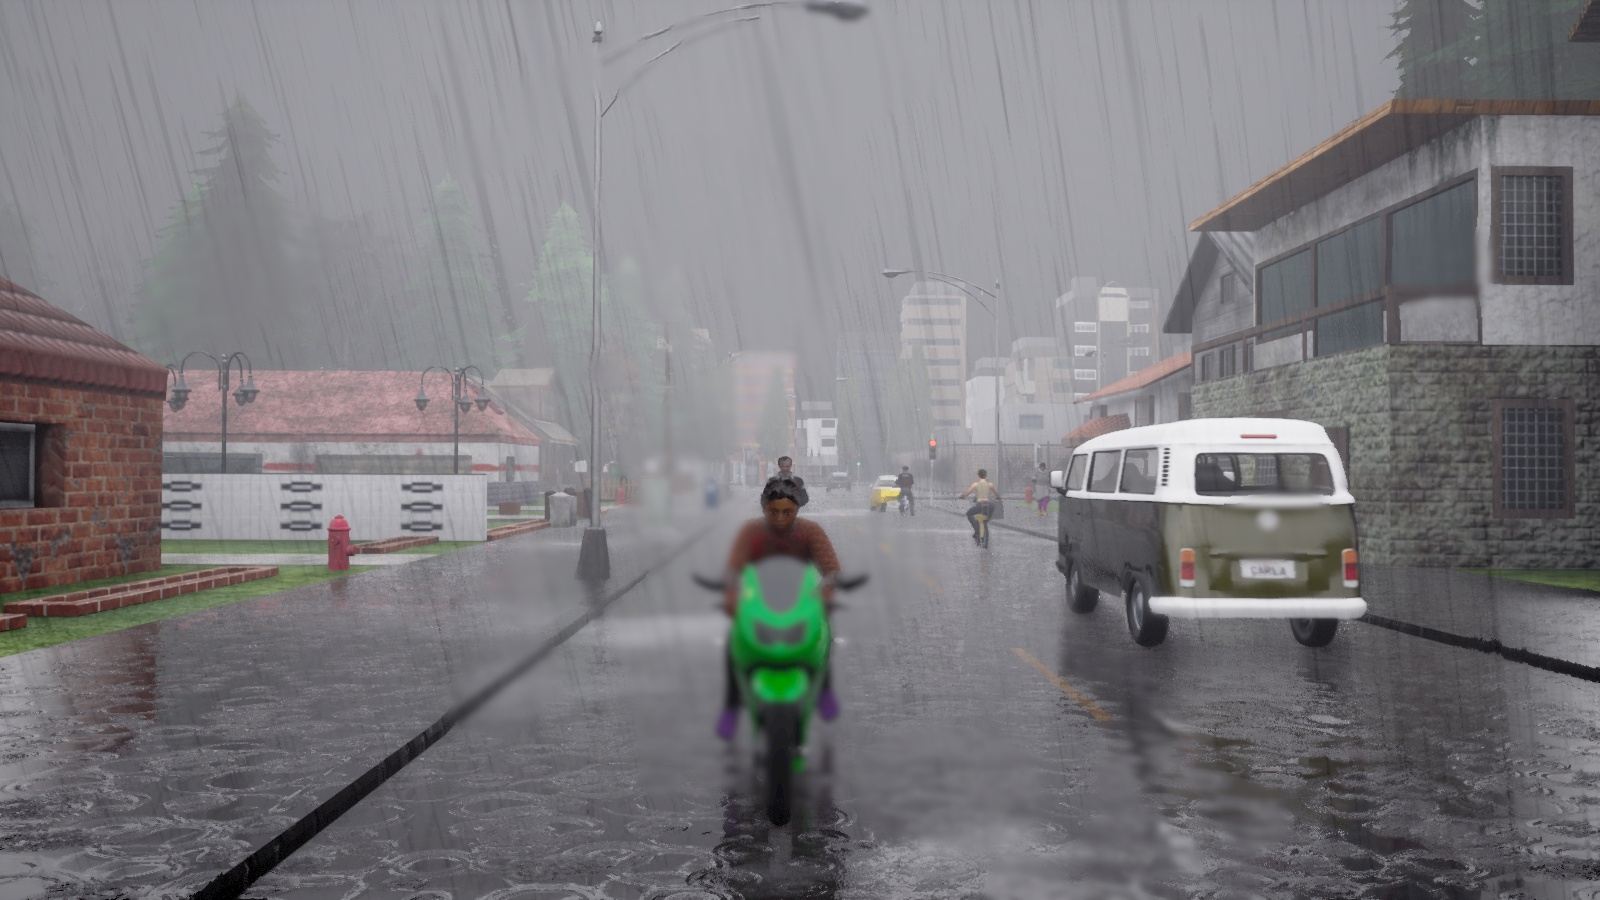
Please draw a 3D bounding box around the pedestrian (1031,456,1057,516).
[{"bbox_3d":[8.093,1.190,41.708,0.659,1.952,0.873,0,-1,0],"label":"pedestrian"}]

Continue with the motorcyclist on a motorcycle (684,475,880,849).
[{"bbox_3d":[-0.085,0.903,6.172,0.797,1.523,2.044,0,-2,-1],"label":"motorcyclist on a motorcycle"}]

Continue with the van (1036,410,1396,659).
[{"bbox_3d":[3.848,0.733,12.585,2.069,2.038,4.480,0,-1,-1],"label":"van"}]

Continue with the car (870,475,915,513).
[{"bbox_3d":[3.493,1.654,47.662,1.481,1.376,2.207,0,-1,-1],"label":"car"}]

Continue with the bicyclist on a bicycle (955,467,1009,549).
[{"bbox_3d":[3.717,1.168,25.779,0.866,1.612,1.509,0,-1,-1],"label":"bicyclist on a bicycle"}]

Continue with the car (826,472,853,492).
[{"bbox_3d":[2.989,2.408,95.579,1.837,1.490,4.892,0,-1,-1],"label":"car"}]
